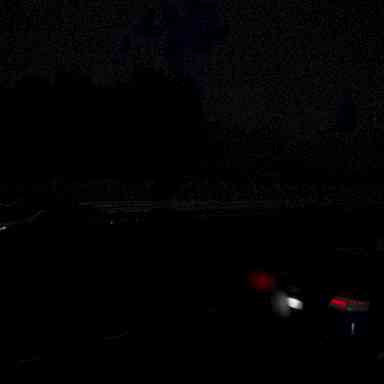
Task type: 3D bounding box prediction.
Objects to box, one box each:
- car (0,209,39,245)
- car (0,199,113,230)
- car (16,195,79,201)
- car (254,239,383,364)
[{"bbox_3d":[-9.191,1.558,14.615,4.181,1.385,1.994,0,0,-35],"label":"car"},{"bbox_3d":[-5.400,1.341,13.010,4.553,1.767,2.097,0,0,-35],"label":"car"},{"bbox_3d":[-9.069,1.208,18.995,5.566,2.045,2.150,0,0,-35],"label":"car"},{"bbox_3d":[3.088,1.551,5.905,4.181,1.385,1.994,0,0,-35],"label":"car"}]
